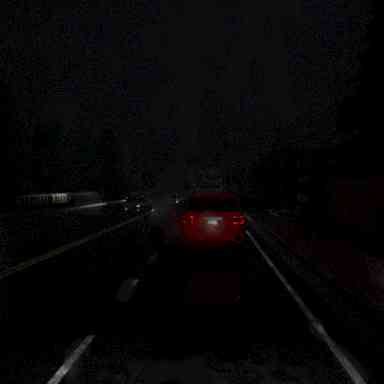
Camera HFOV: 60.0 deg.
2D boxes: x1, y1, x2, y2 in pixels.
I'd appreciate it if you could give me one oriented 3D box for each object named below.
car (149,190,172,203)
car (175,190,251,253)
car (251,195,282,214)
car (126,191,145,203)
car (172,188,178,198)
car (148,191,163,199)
[{"bbox_3d":[-4.280,0.718,46.044,1.812,1.442,4.674,0,1,4],"label":"car"},{"bbox_3d":[0.831,1.001,12.876,2.150,2.045,5.566,0,1,4],"label":"car"},{"bbox_3d":[5.574,1.033,28.429,4.892,1.490,1.837,-1,-3,-32],"label":"car"},{"bbox_3d":[-7.785,0.655,46.073,1.882,1.535,5.008,0,1,4],"label":"car"},{"bbox_3d":[-3.279,0.440,61.262,1.837,1.490,4.892,0,1,4],"label":"car"},{"bbox_3d":[-6.723,0.472,62.080,1.994,1.385,4.181,0,1,4],"label":"car"}]
